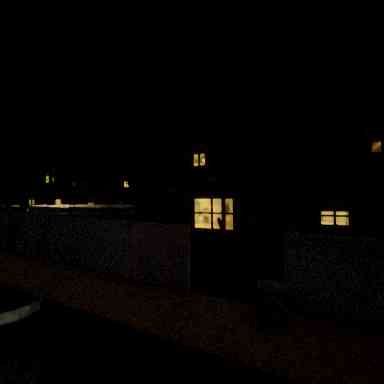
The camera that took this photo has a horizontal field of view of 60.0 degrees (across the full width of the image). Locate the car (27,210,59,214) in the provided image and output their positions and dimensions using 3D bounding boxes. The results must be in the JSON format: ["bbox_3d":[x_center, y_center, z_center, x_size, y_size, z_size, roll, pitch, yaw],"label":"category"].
[{"bbox_3d":[-11.638,1.942,24.581,1.994,1.385,4.181,-1,-2,35],"label":"car"}]
